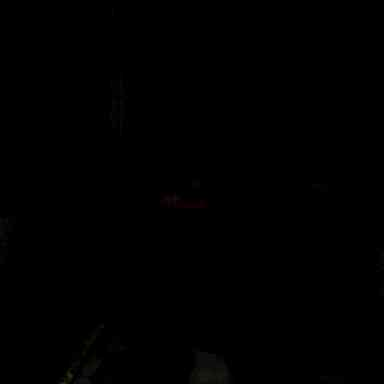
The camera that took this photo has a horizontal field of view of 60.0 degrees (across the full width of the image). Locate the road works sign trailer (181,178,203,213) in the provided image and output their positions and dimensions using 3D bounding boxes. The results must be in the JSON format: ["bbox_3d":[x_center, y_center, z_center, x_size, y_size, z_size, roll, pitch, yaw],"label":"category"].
[{"bbox_3d":[-0.009,0.352,34.926,2.380,3.560,2.880,0,0,0],"label":"road works sign trailer"}]

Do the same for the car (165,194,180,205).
[{"bbox_3d":[-3.078,1.186,52.912,2.097,1.767,4.553,0,0,0],"label":"car"}]
